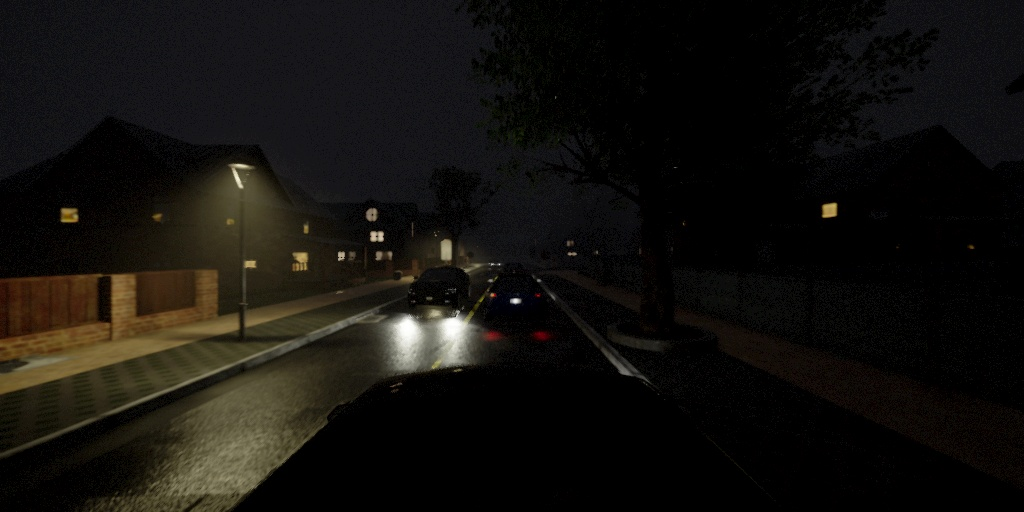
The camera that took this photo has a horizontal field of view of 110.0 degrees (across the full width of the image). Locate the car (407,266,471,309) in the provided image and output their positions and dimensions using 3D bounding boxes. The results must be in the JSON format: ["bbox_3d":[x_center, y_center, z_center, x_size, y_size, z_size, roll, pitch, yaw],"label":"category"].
[{"bbox_3d":[-2.839,1.169,14.811,1.882,1.535,5.008,0,0,0],"label":"car"}]

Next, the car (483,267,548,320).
[{"bbox_3d":[0.106,1.266,12.383,1.994,1.385,4.181,0,0,0],"label":"car"}]

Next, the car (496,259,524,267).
[{"bbox_3d":[0.112,1.183,26.298,2.033,1.411,5.357,0,0,0],"label":"car"}]
